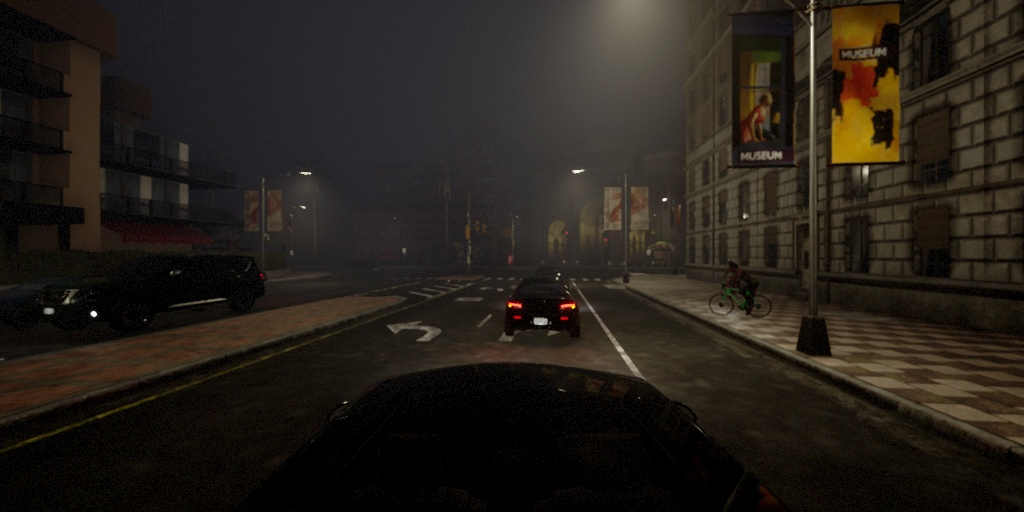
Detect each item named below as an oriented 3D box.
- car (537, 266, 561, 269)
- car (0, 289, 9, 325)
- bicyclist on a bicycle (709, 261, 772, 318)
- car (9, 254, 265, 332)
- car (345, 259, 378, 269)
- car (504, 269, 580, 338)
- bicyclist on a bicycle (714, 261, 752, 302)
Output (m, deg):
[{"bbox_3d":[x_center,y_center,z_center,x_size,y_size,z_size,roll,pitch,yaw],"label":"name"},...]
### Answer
[{"bbox_3d":[1.965,1.255,18.984,1.812,1.442,4.674,0,0,7],"label":"car"},{"bbox_3d":[-14.178,1.288,11.738,2.033,1.411,5.357,0,0,7],"label":"car"},{"bbox_3d":[6.878,1.038,10.848,1.656,1.620,0.582,0,0,22],"label":"bicyclist on a bicycle"},{"bbox_3d":[-10.688,0.962,11.307,2.150,2.045,5.566,0,0,8],"label":"car"},{"bbox_3d":[-22.905,1.182,54.620,4.902,1.511,2.128,0,0,8],"label":"car"},{"bbox_3d":[0.900,1.265,10.143,1.812,1.442,4.674,0,0,7],"label":"car"},{"bbox_3d":[9.306,1.032,15.105,1.656,1.620,0.582,0,0,-28],"label":"bicyclist on a bicycle"}]
